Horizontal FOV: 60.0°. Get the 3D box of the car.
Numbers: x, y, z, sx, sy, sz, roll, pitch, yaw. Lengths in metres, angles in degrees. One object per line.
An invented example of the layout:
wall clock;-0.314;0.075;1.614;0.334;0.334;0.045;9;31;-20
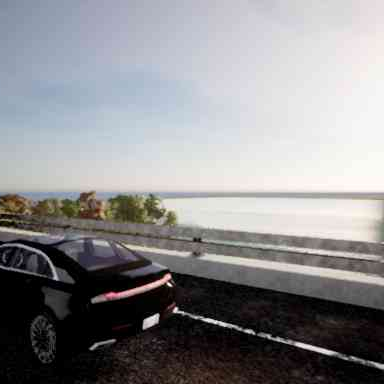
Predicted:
car;-2.510;1.490;5.804;4.902;1.511;2.128;0;0;36
